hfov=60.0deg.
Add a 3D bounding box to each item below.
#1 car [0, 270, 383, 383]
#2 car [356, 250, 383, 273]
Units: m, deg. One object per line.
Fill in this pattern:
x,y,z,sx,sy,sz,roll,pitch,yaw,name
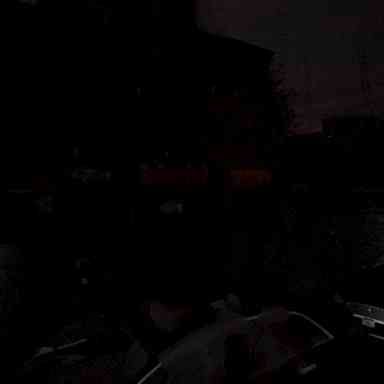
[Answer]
-0.248,1.552,2.658,4.403,1.369,2.008,0,-2,-35,car
4.191,1.558,5.819,4.403,1.369,2.008,0,-2,-35,car
